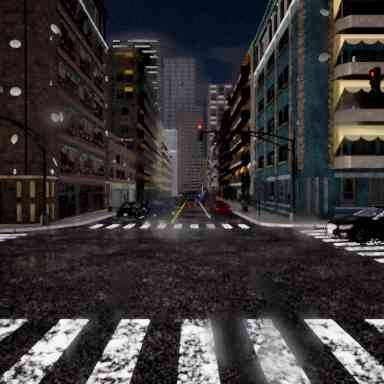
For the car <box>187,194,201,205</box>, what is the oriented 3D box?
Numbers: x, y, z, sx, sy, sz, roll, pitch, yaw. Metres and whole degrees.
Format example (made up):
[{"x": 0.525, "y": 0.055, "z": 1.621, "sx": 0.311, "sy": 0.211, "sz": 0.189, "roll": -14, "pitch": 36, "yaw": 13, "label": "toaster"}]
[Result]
[{"x": 0.093, "y": 1.505, "z": 60.671, "sx": 2.128, "sy": 1.511, "sz": 4.902, "roll": 0, "pitch": 0, "yaw": 0, "label": "car"}]

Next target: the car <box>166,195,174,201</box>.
[{"x": -5.566, "y": 1.558, "z": 85.469, "sx": 1.752, "sy": 1.417, "sz": 4.829, "roll": 0, "pitch": 0, "yaw": 0, "label": "car"}]

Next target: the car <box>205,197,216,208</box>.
[{"x": 2.739, "y": 1.568, "z": 35.902, "sx": 1.947, "sy": 1.339, "sz": 4.313, "roll": 0, "pitch": 0, "yaw": 0, "label": "car"}]

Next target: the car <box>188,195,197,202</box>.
[{"x": 0.108, "y": 1.376, "z": 69.844, "sx": 1.812, "sy": 1.442, "sz": 4.674, "roll": 0, "pitch": 0, "yaw": 0, "label": "car"}]

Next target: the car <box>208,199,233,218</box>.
[{"x": 2.731, "y": 1.582, "z": 30.379, "sx": 1.802, "sy": 1.307, "sz": 4.206, "roll": 0, "pitch": 0, "yaw": 0, "label": "car"}]

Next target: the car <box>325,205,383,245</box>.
[{"x": 8.371, "y": 1.354, "z": 14.514, "sx": 4.902, "sy": 1.511, "sz": 2.128, "roll": -2, "pitch": 0, "yaw": -5, "label": "car"}]

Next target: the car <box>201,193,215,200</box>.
[{"x": 3.201, "y": 1.242, "z": 60.976, "sx": 2.150, "sy": 2.045, "sz": 5.566, "roll": 0, "pitch": 0, "yaw": 0, "label": "car"}]

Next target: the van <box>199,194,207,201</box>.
[{"x": 2.813, "y": 1.374, "z": 85.614, "sx": 1.690, "sy": 1.788, "sz": 3.998, "roll": -1, "pitch": 0, "yaw": 0, "label": "van"}]

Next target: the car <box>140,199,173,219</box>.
[{"x": -3.054, "y": 1.601, "z": 29.541, "sx": 1.895, "sy": 1.301, "sz": 4.718, "roll": 0, "pitch": 0, "yaw": 0, "label": "car"}]

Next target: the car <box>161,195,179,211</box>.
[{"x": -3.035, "y": 1.356, "z": 39.891, "sx": 2.097, "sy": 1.767, "sz": 4.553, "roll": 0, "pitch": 0, "yaw": 0, "label": "car"}]

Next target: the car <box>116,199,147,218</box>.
[{"x": -5.651, "y": 1.566, "z": 30.404, "sx": 1.947, "sy": 1.339, "sz": 4.313, "roll": 0, "pitch": 0, "yaw": 0, "label": "car"}]

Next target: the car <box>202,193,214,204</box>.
[{"x": 3.212, "y": 1.239, "z": 67.976, "sx": 2.150, "sy": 2.045, "sz": 5.566, "roll": 0, "pitch": 0, "yaw": 0, "label": "car"}]

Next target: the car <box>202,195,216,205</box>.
[{"x": 2.756, "y": 1.552, "z": 46.949, "sx": 1.887, "sy": 1.381, "sz": 4.507, "roll": 0, "pitch": 0, "yaw": 0, "label": "car"}]
